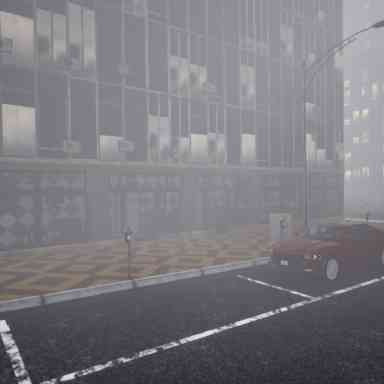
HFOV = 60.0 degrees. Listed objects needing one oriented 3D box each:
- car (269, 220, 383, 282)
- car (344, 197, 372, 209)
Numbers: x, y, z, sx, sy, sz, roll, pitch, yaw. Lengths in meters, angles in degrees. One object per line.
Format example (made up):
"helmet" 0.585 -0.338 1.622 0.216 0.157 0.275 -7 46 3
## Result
"car" 4.154 1.542 9.716 4.507 1.381 1.887 0 -1 -36
"car" 18.691 1.274 39.598 1.752 1.417 4.829 -1 1 -35
